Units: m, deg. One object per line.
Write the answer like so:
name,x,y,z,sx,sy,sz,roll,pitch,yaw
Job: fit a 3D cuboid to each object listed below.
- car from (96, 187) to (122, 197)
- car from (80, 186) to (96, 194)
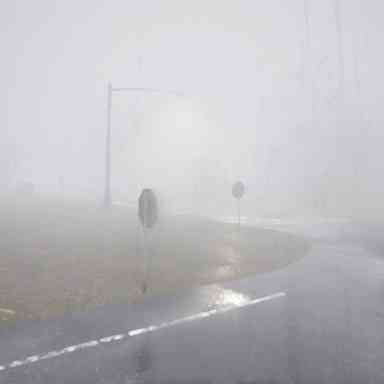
car,-12.546,-0.074,51.214,1.882,1.535,5.008,1,1,-36
car,-18.377,-0.396,59.342,1.882,1.535,5.008,1,1,-36
